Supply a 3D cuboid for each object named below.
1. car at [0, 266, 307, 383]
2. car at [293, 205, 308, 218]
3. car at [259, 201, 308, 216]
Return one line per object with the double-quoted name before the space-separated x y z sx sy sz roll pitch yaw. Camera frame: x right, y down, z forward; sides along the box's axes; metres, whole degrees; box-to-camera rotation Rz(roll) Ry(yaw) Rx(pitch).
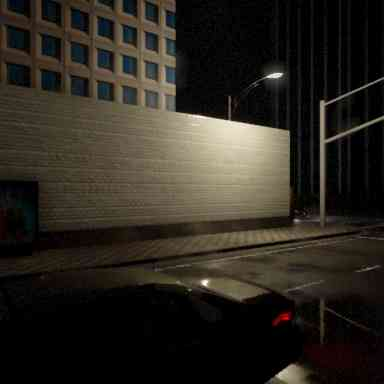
"car" -1.186 1.547 3.161 5.357 1.411 2.033 0 0 -35
"car" 8.123 1.581 29.977 1.812 1.442 4.674 0 0 -36
"car" 9.324 1.656 34.302 1.895 1.301 4.718 0 0 -36
